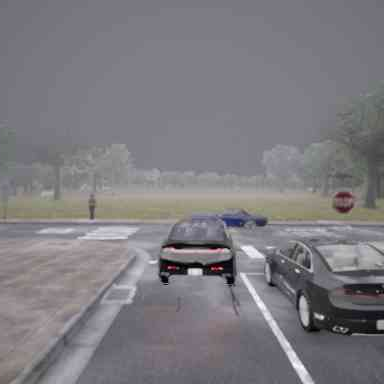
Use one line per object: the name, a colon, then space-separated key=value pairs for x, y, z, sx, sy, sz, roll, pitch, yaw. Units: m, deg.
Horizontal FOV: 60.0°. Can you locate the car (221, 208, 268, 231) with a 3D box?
car: x=2.024 y=1.607 z=19.958 sx=4.718 sy=1.301 sz=1.895 roll=1 pitch=1 yaw=0

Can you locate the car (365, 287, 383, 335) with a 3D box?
car: x=2.622 y=1.582 z=1.128 sx=1.802 sy=1.307 sz=4.206 roll=-1 pitch=0 yaw=0

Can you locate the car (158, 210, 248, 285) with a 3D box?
car: x=0.261 y=1.493 z=9.511 sx=2.128 sy=1.511 sz=4.902 roll=0 pitch=0 yaw=5

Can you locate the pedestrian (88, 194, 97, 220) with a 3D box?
pedestrian: x=-6.885 y=1.018 z=22.839 sx=0.375 sy=1.860 sz=0.375 roll=0 pitch=1 yaw=0

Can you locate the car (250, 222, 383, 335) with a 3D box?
car: x=2.620 y=1.553 z=6.660 sx=2.008 sy=1.369 sz=4.403 roll=-1 pitch=0 yaw=0
